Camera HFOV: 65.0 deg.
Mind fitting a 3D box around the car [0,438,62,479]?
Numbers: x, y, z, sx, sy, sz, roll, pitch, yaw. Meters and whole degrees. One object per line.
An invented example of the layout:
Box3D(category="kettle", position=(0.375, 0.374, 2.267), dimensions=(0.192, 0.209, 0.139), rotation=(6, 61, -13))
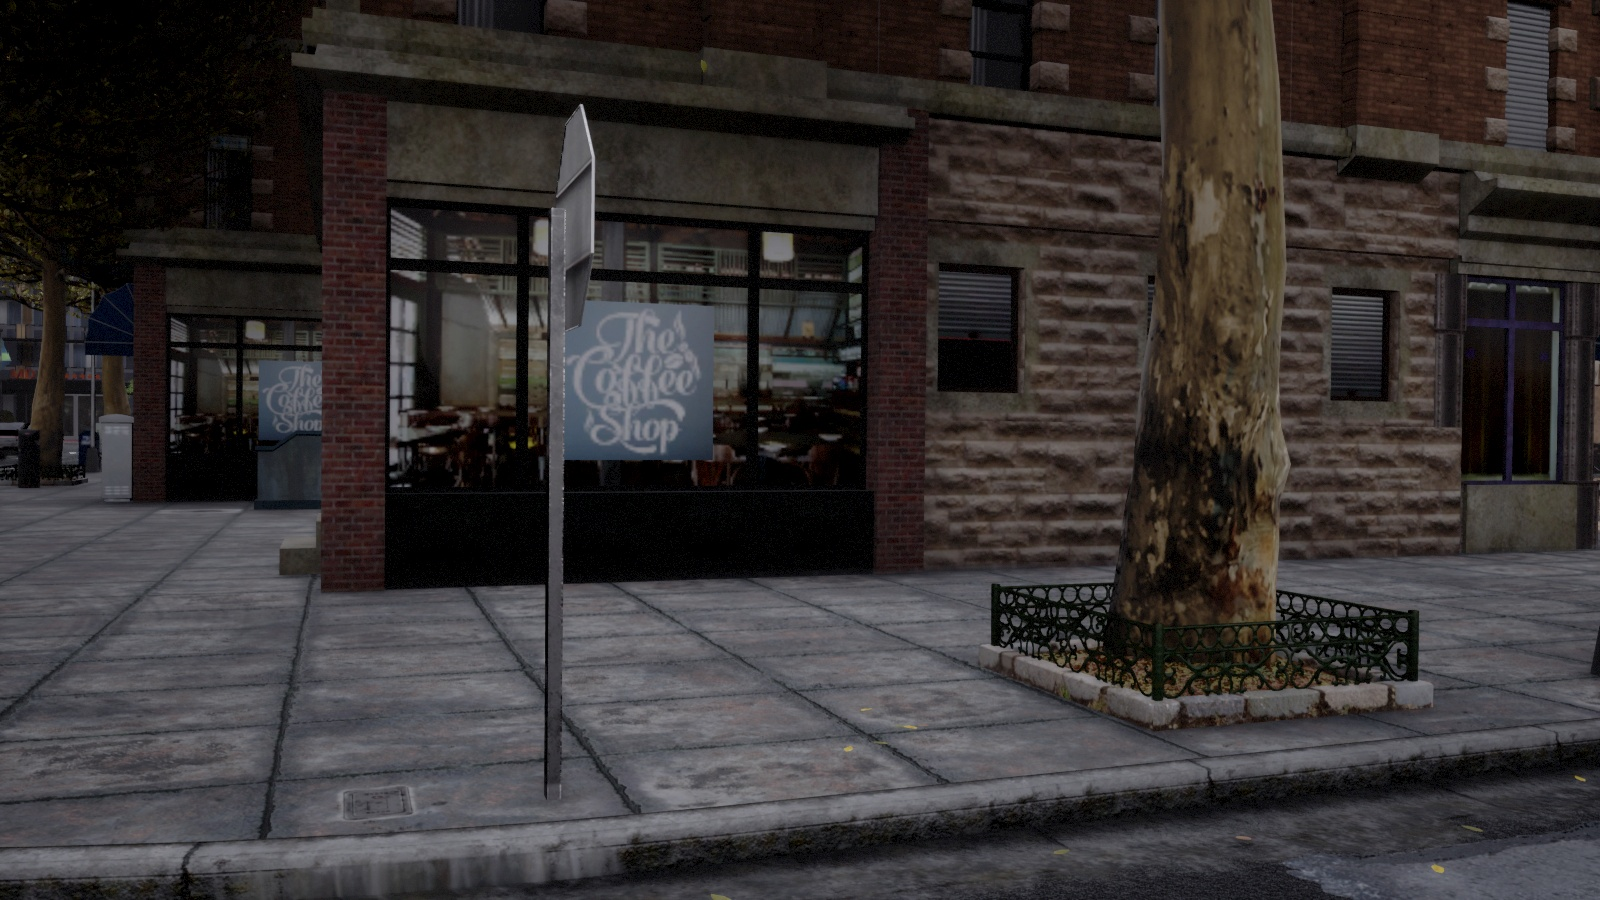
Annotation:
Box3D(category="car", position=(-30.374, 0.290, 48.679), dimensions=(2.128, 1.511, 4.902), rotation=(-1, 1, -20))
